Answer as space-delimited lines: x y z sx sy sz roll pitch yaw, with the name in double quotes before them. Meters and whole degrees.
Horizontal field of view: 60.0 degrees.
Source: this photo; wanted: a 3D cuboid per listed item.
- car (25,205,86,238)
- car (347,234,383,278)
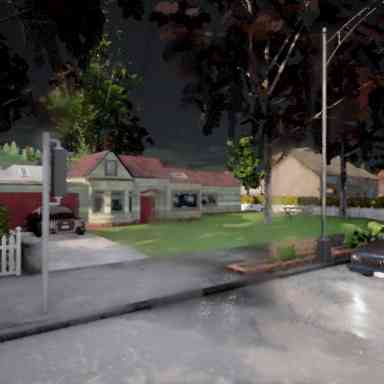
"car" -6.611 1.329 15.898 1.994 1.381 4.181 0 0 -36
"car" 6.667 1.619 9.557 5.357 1.411 2.033 0 0 -36
